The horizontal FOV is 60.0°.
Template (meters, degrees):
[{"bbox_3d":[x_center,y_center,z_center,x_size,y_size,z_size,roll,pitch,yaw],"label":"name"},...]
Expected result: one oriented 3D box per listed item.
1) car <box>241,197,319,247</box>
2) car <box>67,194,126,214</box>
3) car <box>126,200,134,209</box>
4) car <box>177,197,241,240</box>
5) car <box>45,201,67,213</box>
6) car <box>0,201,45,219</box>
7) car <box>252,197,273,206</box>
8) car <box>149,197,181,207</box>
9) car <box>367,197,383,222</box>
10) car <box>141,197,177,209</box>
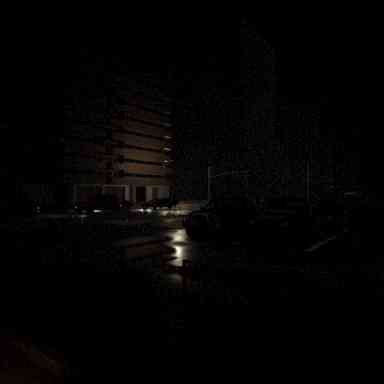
[{"bbox_3d":[3.909,1.156,14.336,1.905,1.878,3.866,0,0,34],"label":"car"},{"bbox_3d":[-10.305,1.221,36.295,2.150,2.045,5.566,0,0,34],"label":"car"},{"bbox_3d":[-9.952,1.547,43.102,2.033,1.411,5.357,0,0,34],"label":"car"},{"bbox_3d":[1.542,1.153,16.003,1.932,1.855,4.605,0,0,34],"label":"car"},{"bbox_3d":[-15.327,1.601,35.098,1.895,1.301,4.718,0,0,34],"label":"car"},{"bbox_3d":[-15.411,1.564,28.694,1.994,1.385,4.181,0,0,34],"label":"car"},{"bbox_3d":[12.090,1.526,56.754,1.812,1.442,4.674,0,0,34],"label":"car"},{"bbox_3d":[-4.121,1.547,51.719,2.033,1.411,5.357,0,0,35],"label":"car"},{"bbox_3d":[15.935,1.395,27.290,1.970,1.475,3.806,0,0,34],"label":"car"},{"bbox_3d":[-4.497,1.547,44.933,2.033,1.411,5.357,0,0,34],"label":"car"}]
